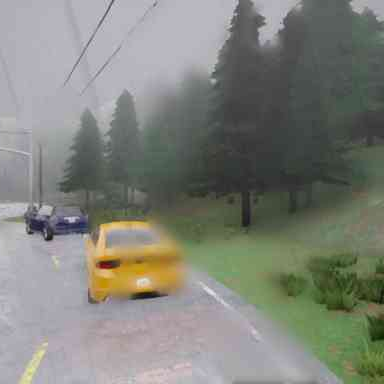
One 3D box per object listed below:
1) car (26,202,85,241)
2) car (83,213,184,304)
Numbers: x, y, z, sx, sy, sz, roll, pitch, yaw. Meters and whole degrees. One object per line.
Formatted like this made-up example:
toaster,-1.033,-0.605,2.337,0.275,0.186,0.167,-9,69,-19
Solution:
car,-6.917,1.350,17.024,2.097,1.767,4.553,0,0,-40
car,-1.659,1.476,8.369,1.882,1.535,5.008,0,0,-18
